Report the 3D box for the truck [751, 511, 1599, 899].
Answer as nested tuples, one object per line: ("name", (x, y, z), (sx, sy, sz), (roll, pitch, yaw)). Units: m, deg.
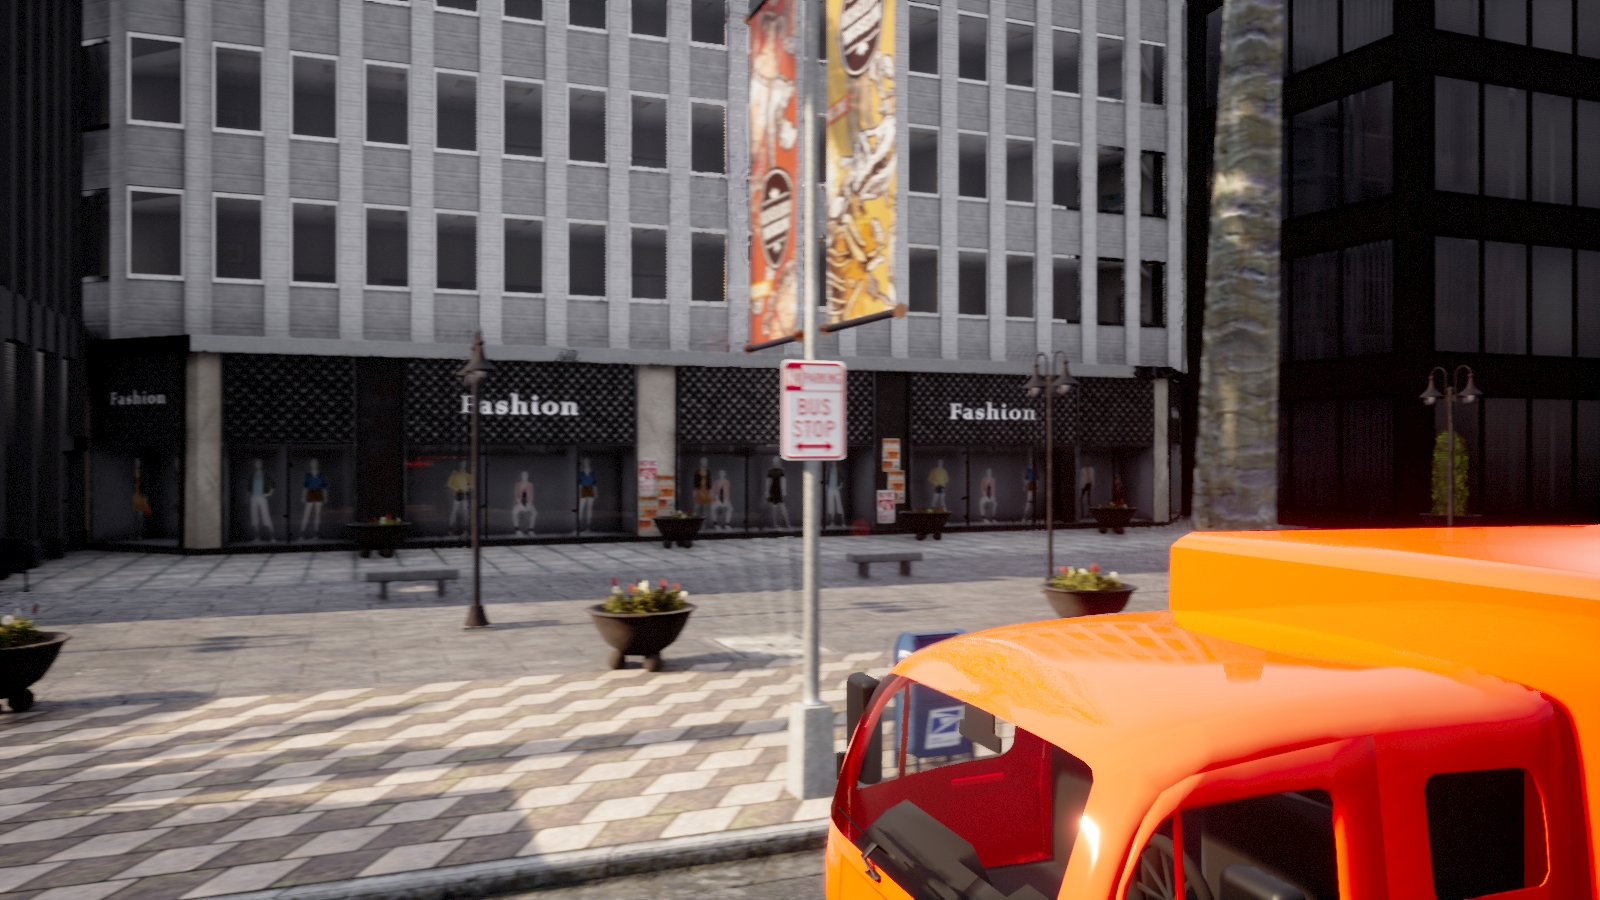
("truck", (2.686, 1.568, 4.264), (5.204, 2.467, 2.627), (0, 0, -19))
